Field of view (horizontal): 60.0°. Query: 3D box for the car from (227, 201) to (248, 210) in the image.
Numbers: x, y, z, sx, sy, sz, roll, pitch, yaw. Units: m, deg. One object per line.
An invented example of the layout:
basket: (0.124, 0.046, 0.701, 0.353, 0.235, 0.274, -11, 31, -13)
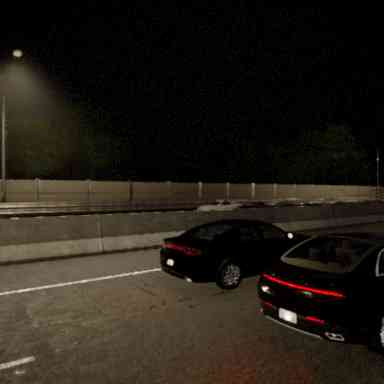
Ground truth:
car: (5.567, 1.549, 29.460, 4.181, 1.385, 1.994, 0, 0, -36)

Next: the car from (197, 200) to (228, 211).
car: (2.666, 1.511, 31.691, 4.674, 1.442, 1.812, 0, 0, -35)

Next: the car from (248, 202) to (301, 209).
car: (7.262, 1.533, 26.373, 5.357, 1.411, 2.033, 0, 0, -35)

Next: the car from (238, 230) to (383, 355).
car: (3.328, 1.501, 6.121, 4.892, 1.490, 1.837, 0, 0, -36)

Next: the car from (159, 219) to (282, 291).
car: (1.514, 1.474, 9.126, 5.008, 1.535, 1.882, 0, 0, -36)
